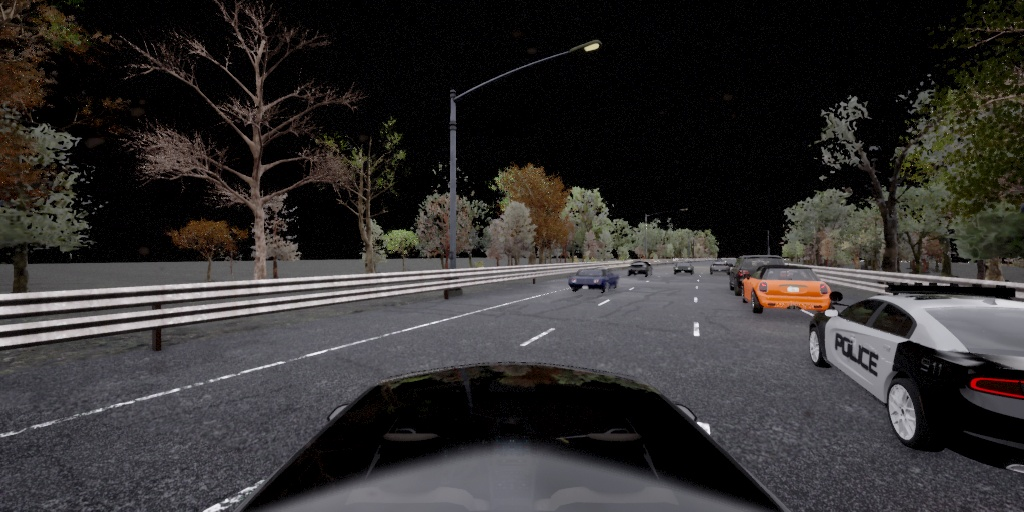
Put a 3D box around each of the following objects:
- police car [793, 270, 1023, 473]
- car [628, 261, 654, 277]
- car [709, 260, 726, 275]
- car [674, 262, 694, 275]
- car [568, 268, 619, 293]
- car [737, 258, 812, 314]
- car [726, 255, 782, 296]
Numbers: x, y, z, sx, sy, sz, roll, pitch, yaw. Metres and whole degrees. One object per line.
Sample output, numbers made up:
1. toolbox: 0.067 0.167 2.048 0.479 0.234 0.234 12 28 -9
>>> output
1. police car: 5.644 1.175 4.758 1.930 1.638 5.238 0 0 26
2. car: 12.790 1.266 35.551 1.837 1.490 4.892 0 0 29
3. car: 22.694 1.262 39.149 2.128 1.511 4.902 0 0 30
4. car: 19.142 1.369 39.800 1.895 1.301 4.718 0 0 29
5. car: 4.864 1.353 20.717 1.895 1.301 4.718 0 0 27
6. car: 10.035 1.102 13.446 2.097 1.767 4.553 0 0 27
7. car: 12.789 0.978 18.759 2.150 2.045 5.566 0 0 28
